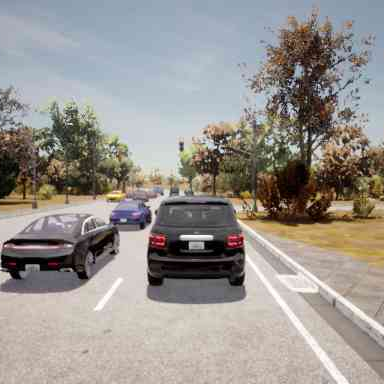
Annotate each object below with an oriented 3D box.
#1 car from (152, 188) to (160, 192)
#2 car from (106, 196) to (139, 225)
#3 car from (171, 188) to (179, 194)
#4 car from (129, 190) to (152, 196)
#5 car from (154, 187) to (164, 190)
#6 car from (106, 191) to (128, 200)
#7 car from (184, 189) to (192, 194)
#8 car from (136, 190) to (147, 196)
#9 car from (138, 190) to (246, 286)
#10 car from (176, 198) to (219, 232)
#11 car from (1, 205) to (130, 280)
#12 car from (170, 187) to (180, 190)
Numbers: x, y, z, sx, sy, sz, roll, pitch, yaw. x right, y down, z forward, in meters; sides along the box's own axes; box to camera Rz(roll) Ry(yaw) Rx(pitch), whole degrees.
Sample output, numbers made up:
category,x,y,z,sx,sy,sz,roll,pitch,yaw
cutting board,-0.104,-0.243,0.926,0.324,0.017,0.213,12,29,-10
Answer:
category,x,y,z,sx,sy,sz,roll,pitch,yaw
car,-7.170,0.436,57.927,1.812,1.442,4.674,0,2,-1
car,-3.393,1.202,18.779,1.812,1.442,4.674,0,1,0
car,-4.509,-0.227,86.975,2.128,1.511,4.902,0,1,-3
car,-7.076,0.703,46.176,1.994,1.385,4.181,0,1,-1
car,-7.394,-0.166,73.133,2.150,2.045,5.566,0,1,-2
car,-10.608,0.610,46.528,1.882,1.535,5.008,0,1,-2
car,-1.015,-0.204,87.174,1.994,1.385,4.181,0,1,-3
car,-10.849,0.193,71.618,1.994,1.385,4.181,0,1,-1
car,0.098,1.086,9.179,2.150,2.045,5.566,0,1,0
car,0.144,1.165,18.906,2.128,1.511,4.902,0,1,-3
car,-3.398,1.349,9.513,2.128,1.511,4.902,0,1,0
car,-4.013,-0.242,76.547,2.150,2.045,5.566,0,1,-2
